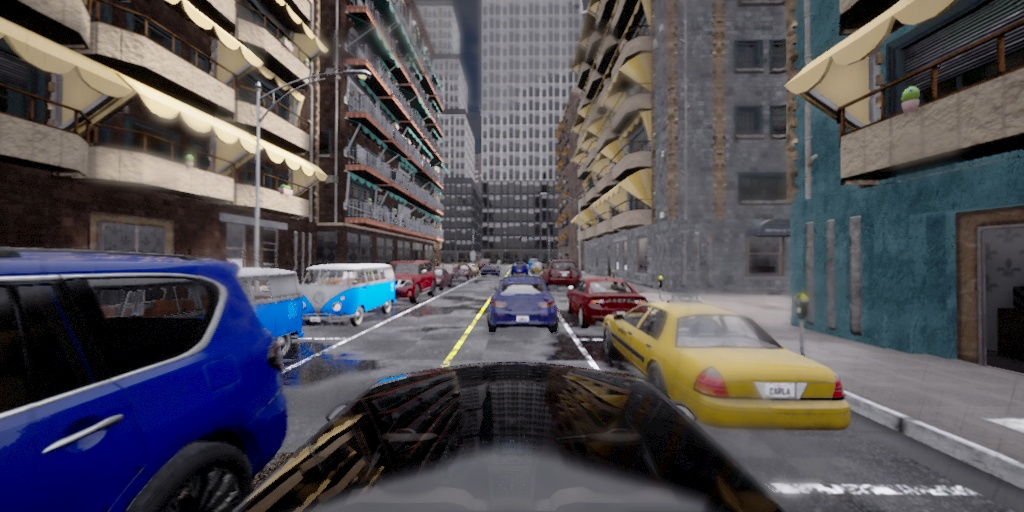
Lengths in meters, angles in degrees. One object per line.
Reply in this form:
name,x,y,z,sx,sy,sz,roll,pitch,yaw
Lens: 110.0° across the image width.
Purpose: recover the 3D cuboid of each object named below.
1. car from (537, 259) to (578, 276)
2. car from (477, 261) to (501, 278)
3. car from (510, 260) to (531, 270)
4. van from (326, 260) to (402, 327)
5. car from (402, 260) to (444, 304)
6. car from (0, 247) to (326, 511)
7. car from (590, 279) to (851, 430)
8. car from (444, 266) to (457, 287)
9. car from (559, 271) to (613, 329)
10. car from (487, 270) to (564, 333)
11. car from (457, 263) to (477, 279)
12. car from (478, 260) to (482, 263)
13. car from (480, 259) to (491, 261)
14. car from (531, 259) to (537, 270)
car,2.992,1.166,22.588,2.192,1.841,5.009,0,0,1
car,-2.155,1.519,37.097,1.895,1.301,4.718,0,0,1
car,0.853,1.416,40.506,1.882,1.535,5.008,0,0,1
van,-5.095,1.131,11.453,1.690,1.789,3.998,0,0,1
car,-4.991,1.132,17.093,2.192,1.841,5.009,0,0,1
car,-2.835,0.967,0.496,2.150,2.045,5.566,0,-1,1
car,2.684,1.296,5.840,1.751,1.417,4.829,0,0,1
car,-4.887,1.427,22.733,1.802,1.307,4.207,0,0,1
car,2.784,1.342,11.309,1.888,1.381,4.507,0,0,1
car,0.307,1.318,10.766,1.812,1.442,4.674,0,0,1
car,-4.679,1.482,34.011,1.802,1.307,4.207,0,0,1
car,-4.578,1.454,39.480,1.751,1.417,4.829,0,0,1
car,-4.264,1.332,56.569,2.192,1.841,5.009,0,0,1
car,3.410,1.489,45.314,1.751,1.417,4.829,0,0,1
